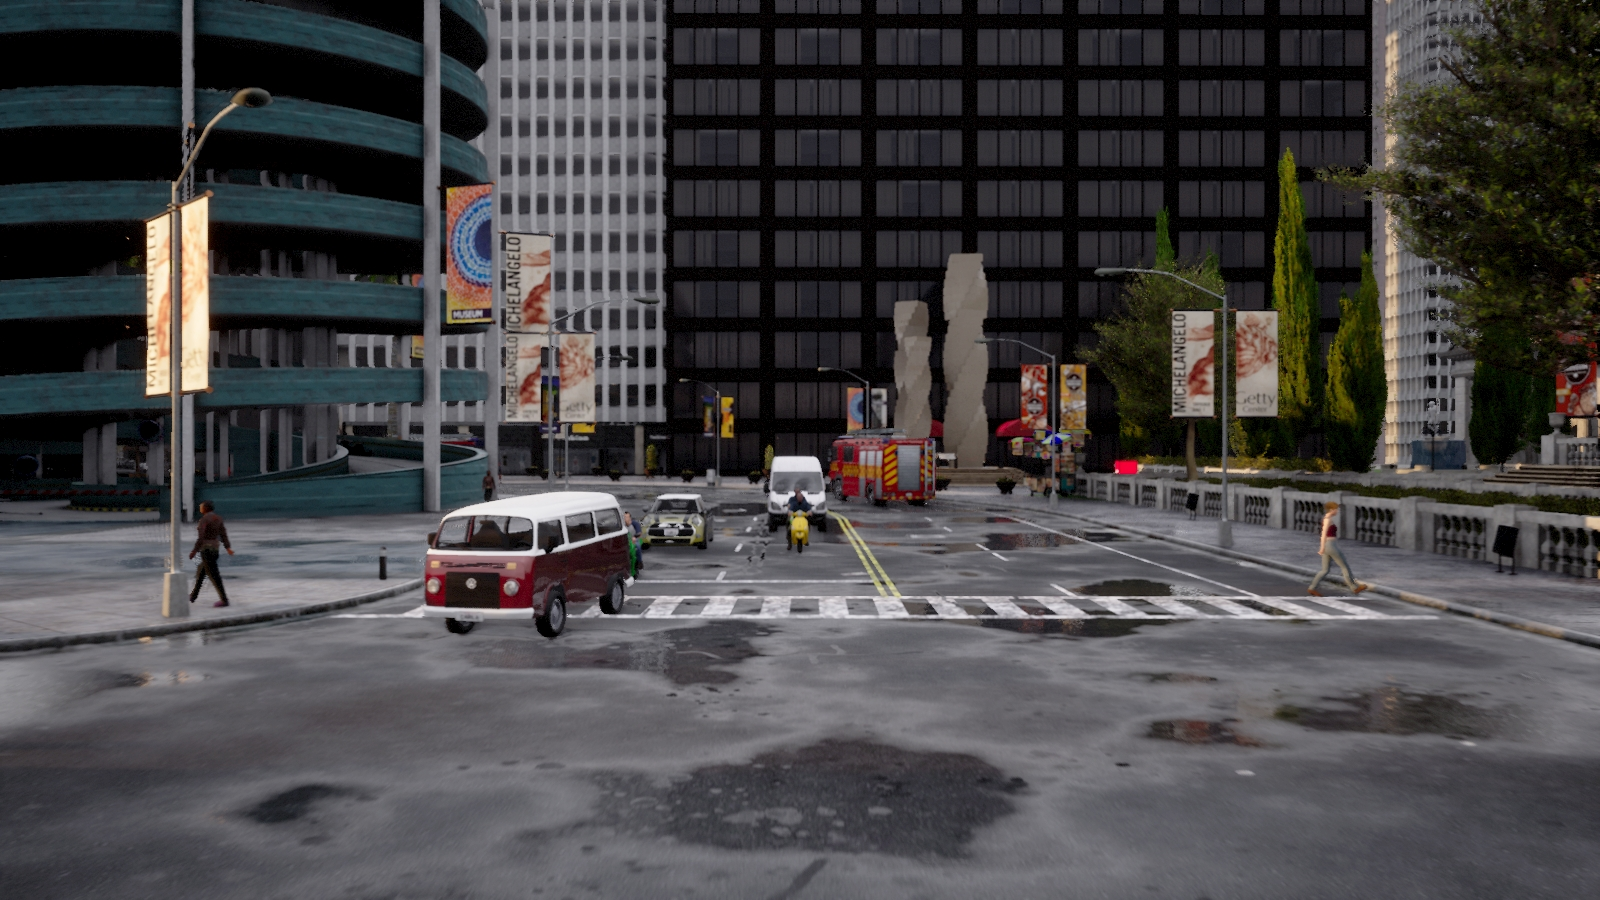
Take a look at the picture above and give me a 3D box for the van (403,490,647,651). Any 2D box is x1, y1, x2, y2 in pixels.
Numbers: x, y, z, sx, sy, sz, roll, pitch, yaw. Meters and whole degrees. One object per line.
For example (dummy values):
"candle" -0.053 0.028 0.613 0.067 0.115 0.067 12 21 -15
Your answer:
"van" -4.212 1.774 18.399 2.069 2.038 4.480 0 1 12

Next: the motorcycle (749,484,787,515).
"motorcycle" -1.431 2.198 50.836 0.867 1.251 2.209 0 0 -26

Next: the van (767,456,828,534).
"van" -0.161 1.528 41.112 1.988 2.561 5.915 0 0 -2

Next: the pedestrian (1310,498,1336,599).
"pedestrian" 9.864 1.846 21.552 0.375 1.860 0.375 0 0 13

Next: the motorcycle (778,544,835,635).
"motorcycle" 0.099 2.179 18.160 0.856 1.236 1.805 0 0 0

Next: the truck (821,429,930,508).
"truck" 3.794 0.882 59.901 2.891 3.827 8.468 0 0 -17

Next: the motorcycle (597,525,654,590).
"motorcycle" -3.609 2.210 23.785 0.803 1.145 2.033 0 0 2

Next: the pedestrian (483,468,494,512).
"pedestrian" -13.224 1.689 48.507 0.375 1.860 0.375 0 0 -9

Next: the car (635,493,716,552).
"car" -3.548 2.060 33.160 1.970 1.475 3.806 0 0 0

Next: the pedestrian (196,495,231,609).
"pedestrian" -9.775 1.695 19.036 0.375 1.860 0.375 0 0 8
